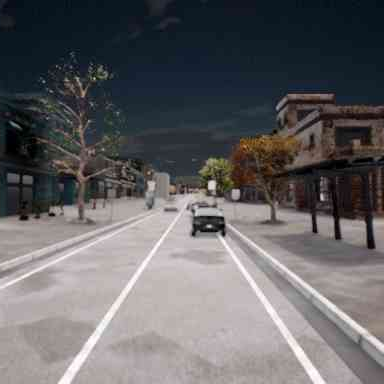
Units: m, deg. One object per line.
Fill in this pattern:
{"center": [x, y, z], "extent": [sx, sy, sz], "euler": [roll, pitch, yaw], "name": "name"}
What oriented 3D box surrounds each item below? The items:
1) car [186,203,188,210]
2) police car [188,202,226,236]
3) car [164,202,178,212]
{"center": [-0.013, 2.224, 55.865], "extent": [2.033, 1.411, 5.357], "euler": [0, -1, 0], "name": "car"}
{"center": [0.895, 1.592, 19.724], "extent": [1.930, 1.638, 5.238], "euler": [0, -1, 0], "name": "police car"}
{"center": [-3.092, 2.188, 48.995], "extent": [1.895, 1.301, 4.718], "euler": [0, -1, 0], "name": "car"}
